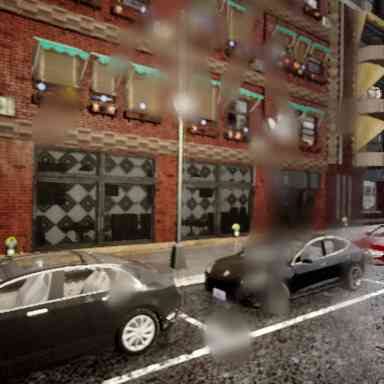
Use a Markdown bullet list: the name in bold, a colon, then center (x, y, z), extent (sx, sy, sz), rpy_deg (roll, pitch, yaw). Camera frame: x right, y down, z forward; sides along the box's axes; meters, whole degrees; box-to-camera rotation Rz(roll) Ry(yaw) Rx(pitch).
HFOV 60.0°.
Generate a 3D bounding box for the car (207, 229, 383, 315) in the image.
- **car**: center (2.315, 1.637, 7.733), extent (4.313, 1.339, 1.947), rpy_deg (1, 0, -35)

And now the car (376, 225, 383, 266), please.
- **car**: center (6.834, 1.715, 10.950), extent (4.206, 1.307, 1.802), rpy_deg (1, 0, -35)

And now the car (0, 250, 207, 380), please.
- **car**: center (-2.205, 1.559, 4.515), extent (4.403, 1.369, 2.008), rpy_deg (1, 0, -35)
